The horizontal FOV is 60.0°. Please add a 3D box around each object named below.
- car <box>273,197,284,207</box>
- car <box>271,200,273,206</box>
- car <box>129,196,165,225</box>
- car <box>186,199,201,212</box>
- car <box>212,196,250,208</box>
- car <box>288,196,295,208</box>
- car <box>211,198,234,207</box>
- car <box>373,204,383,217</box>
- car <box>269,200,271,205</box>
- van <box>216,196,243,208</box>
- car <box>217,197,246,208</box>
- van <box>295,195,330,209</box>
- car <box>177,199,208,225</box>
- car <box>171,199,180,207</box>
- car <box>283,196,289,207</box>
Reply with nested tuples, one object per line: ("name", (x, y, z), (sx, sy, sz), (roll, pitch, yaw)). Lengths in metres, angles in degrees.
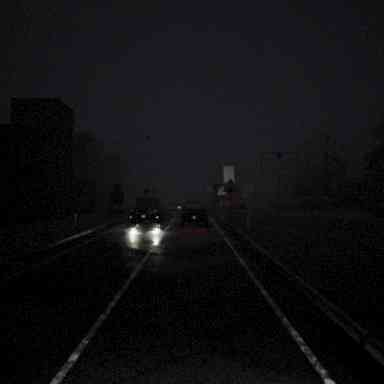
("car", (18.546, 1.763, 61.810), (5.566, 2.045, 2.435), (0, -2, -1))
("car", (18.538, 2.104, 64.594), (4.892, 1.521, 2.231), (0, -2, -1))
("car", (-3.303, 1.304, 25.442), (2.150, 2.045, 5.566), (0, 0, 0))
("car", (0.164, 1.646, 41.302), (1.837, 1.490, 4.892), (0, -1, 0))
("car", (6.186, 1.754, 51.206), (5.366, 1.575, 1.946), (0, -1, 0))
("car", (18.811, 1.801, 53.429), (5.366, 1.575, 1.946), (0, -1, 0))
("car", (6.256, 2.132, 69.302), (4.553, 1.767, 2.185), (0, -2, -1))
("car", (18.741, 1.581, 29.842), (4.674, 1.452, 2.002), (0, 0, 0))
("car", (18.487, 1.940, 67.270), (5.566, 2.045, 2.435), (0, -2, -1))
("van", (6.450, 1.665, 57.166), (4.442, 1.987, 1.878), (0, -1, 0))
("car", (6.384, 1.691, 54.127), (4.553, 1.767, 2.185), (0, -1, 0))
("van", (18.526, 1.522, 50.639), (4.442, 1.987, 1.878), (0, -1, 0))
("car", (0.147, 1.558, 24.585), (1.882, 1.535, 5.008), (0, 0, 0))
("car", (-3.216, 2.206, 66.640), (1.882, 1.535, 5.008), (0, -2, 0))
("car", (18.795, 1.861, 56.090), (5.366, 1.575, 1.946), (0, -1, 0))
